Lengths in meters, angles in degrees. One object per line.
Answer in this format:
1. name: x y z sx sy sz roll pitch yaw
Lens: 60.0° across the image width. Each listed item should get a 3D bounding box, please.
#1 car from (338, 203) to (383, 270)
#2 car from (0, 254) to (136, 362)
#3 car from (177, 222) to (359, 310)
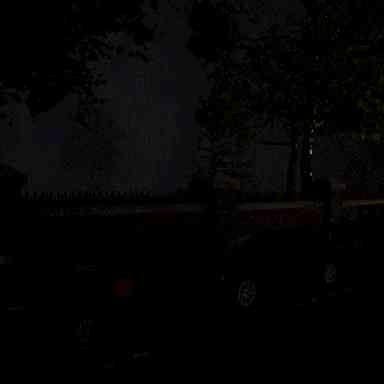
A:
1. car: 6.325 1.316 11.102 5.009 1.841 2.192 0 0 -36
2. car: -2.830 1.582 4.542 4.206 1.307 1.802 0 0 -36
3. car: 1.747 1.545 7.822 4.507 1.381 1.887 0 0 -36
